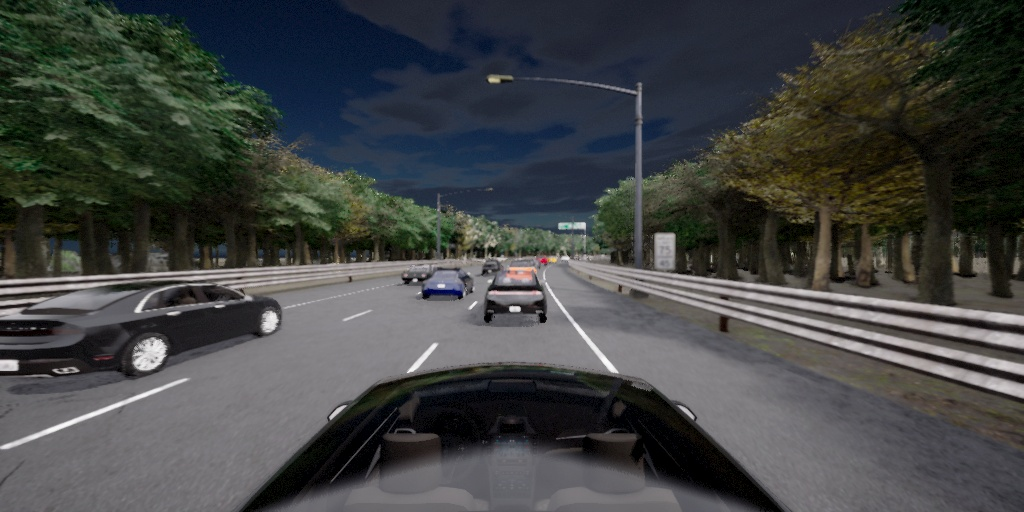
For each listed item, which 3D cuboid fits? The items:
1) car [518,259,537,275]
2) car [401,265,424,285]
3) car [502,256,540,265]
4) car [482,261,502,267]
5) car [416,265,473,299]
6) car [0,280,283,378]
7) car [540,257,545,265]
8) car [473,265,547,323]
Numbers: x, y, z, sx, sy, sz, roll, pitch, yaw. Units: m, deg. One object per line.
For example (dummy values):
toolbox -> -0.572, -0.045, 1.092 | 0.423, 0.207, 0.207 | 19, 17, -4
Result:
car -> 1.795, 1.170, 39.663 | 1.882, 1.535, 5.008 | 0, 0, 5
car -> -6.194, 1.304, 25.582 | 1.895, 1.301, 4.718 | 0, 0, 3
car -> 0.689, 1.064, 25.249 | 2.097, 1.767, 4.553 | 0, 0, 3
car -> -1.898, 1.196, 36.423 | 1.837, 1.490, 4.892 | 0, 0, 5
car -> -3.054, 1.284, 17.859 | 1.994, 1.385, 4.181 | 0, 0, 2
car -> -6.837, 1.237, 7.291 | 1.837, 1.490, 4.892 | 0, 0, 1
car -> 3.452, 1.213, 54.402 | 2.033, 1.411, 5.357 | 0, 0, 8
car -> 0.142, 1.226, 12.133 | 2.128, 1.511, 4.902 | 0, 0, 1
